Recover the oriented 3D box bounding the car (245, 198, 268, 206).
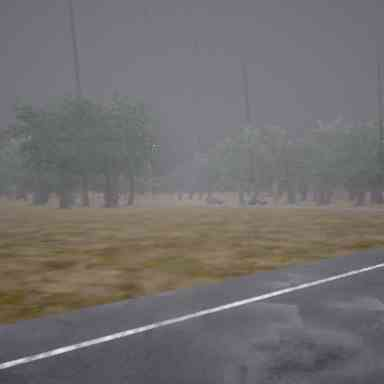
[{"bbox_3d":[12.436,1.962,64.416,1.837,1.490,4.892,2,-2,-34],"label":"car"}]

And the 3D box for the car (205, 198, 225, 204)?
[{"bbox_3d":[5.132,2.083,75.073,2.033,1.411,5.357,2,-2,-34],"label":"car"}]
